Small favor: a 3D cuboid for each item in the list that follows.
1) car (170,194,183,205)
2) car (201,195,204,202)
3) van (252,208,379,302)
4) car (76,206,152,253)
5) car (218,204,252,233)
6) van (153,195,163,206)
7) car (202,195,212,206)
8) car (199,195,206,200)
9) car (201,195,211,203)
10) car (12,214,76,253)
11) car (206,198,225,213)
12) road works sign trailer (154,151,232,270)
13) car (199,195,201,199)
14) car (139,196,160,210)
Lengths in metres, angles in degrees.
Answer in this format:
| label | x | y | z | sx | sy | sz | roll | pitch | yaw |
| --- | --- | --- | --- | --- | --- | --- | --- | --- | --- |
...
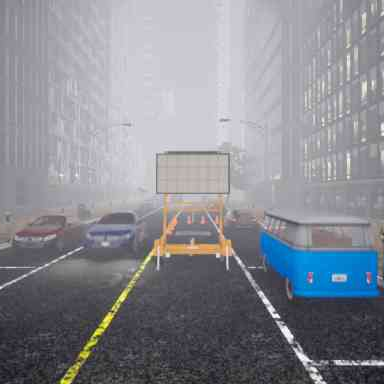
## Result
| label | x | y | z | sx | sy | sz | roll | pitch | yaw |
| --- | --- | --- | --- | --- | --- | --- | --- | --- | --- |
| car | -2.820 | 1.198 | 60.841 | 2.150 | 2.045 | 5.566 | 0 | 0 | 0 |
| car | 2.849 | 1.538 | 53.493 | 2.008 | 1.369 | 4.403 | 0 | 0 | 0 |
| van | 2.712 | 1.341 | 7.955 | 1.690 | 1.788 | 3.998 | 0 | 0 | 0 |
| car | -2.961 | 1.525 | 13.735 | 1.812 | 1.442 | 4.674 | 0 | 0 | 0 |
| car | 2.746 | 1.581 | 19.338 | 1.802 | 1.307 | 4.206 | 0 | 0 | 0 |
| van | -5.531 | 1.328 | 53.522 | 1.690 | 1.788 | 3.998 | 0 | 0 | 0 |
| car | 2.832 | 1.544 | 47.801 | 2.008 | 1.369 | 4.403 | 0 | 0 | 0 |
| car | 2.970 | 1.463 | 93.341 | 1.887 | 1.381 | 4.507 | 0 | 0 | 0 |
| car | 2.901 | 1.401 | 70.570 | 1.967 | 1.590 | 4.097 | 0 | 0 | 0 |
| car | -5.652 | 1.582 | 13.674 | 1.802 | 1.307 | 4.206 | 0 | 0 | 0 |
| car | 2.798 | 1.581 | 36.416 | 1.802 | 1.307 | 4.206 | 0 | 0 | 0 |
| road works sign trailer | 0.031 | 0.464 | 10.982 | 2.380 | 3.560 | 2.880 | 0 | 0 | 0 |
| car | 2.884 | 1.410 | 64.878 | 1.967 | 1.590 | 4.097 | 0 | 0 | 0 |
| car | -5.566 | 1.548 | 42.137 | 2.008 | 1.369 | 4.403 | 0 | 0 | 0 |
